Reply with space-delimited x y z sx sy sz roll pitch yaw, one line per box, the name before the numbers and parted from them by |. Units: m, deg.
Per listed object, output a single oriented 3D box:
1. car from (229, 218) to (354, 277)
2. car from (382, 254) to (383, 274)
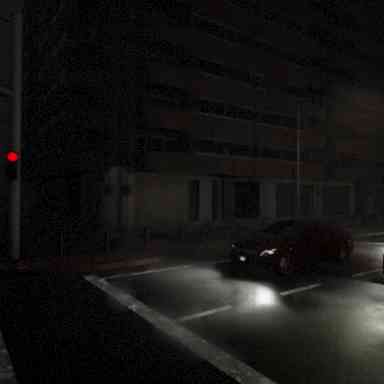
car | 3.321 1.594 10.588 4.674 1.442 1.812 1 0 -35
car | 7.149 1.444 8.985 4.553 1.767 2.097 1 0 -35
